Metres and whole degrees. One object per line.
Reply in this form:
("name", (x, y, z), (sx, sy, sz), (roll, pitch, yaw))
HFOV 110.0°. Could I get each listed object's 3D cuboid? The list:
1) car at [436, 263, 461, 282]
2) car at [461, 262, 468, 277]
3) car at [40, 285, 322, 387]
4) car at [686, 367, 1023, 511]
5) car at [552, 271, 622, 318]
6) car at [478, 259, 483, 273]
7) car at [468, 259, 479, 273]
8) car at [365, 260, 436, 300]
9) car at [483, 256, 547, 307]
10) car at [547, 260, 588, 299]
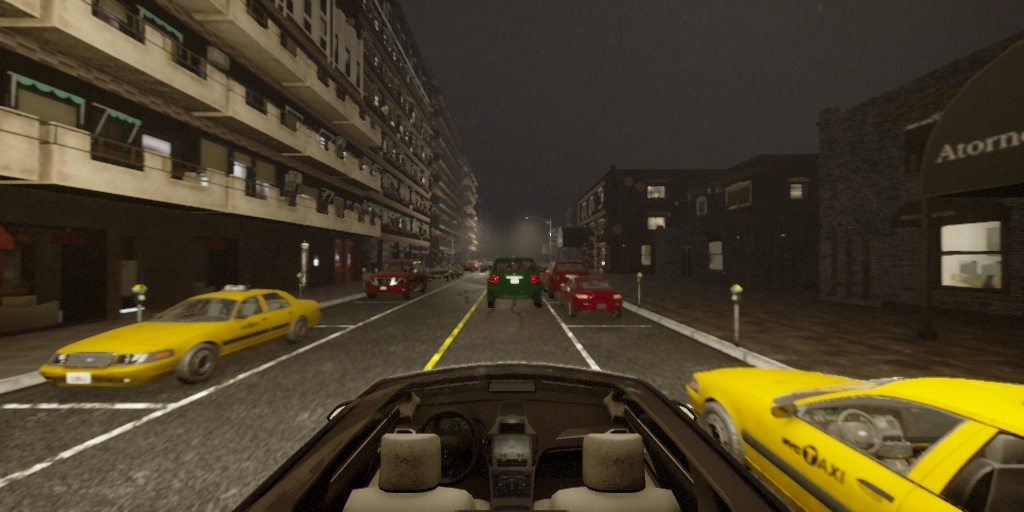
("car", (-5.694, 1.384, 29.443), (2.007, 1.370, 4.403), (0, 0, 0))
("car", (-5.695, 1.378, 34.812), (1.751, 1.417, 4.829), (0, 0, 0))
("car", (-5.691, 1.290, 7.116), (1.751, 1.417, 4.829), (0, 0, 0))
("car", (2.691, 1.276, 1.919), (1.751, 1.417, 4.829), (0, 0, 0))
("car", (2.689, 1.363, 12.827), (1.802, 1.307, 4.207), (0, 0, 0))
("car", (-3.007, 1.442, 46.462), (2.033, 1.411, 5.357), (0, 0, 0))
("car", (-5.697, 1.439, 46.061), (1.888, 1.381, 4.507), (0, 0, 0))
("car", (-5.692, 1.112, 18.365), (2.192, 1.841, 5.009), (0, 0, 0))
("car", (0.098, 1.013, 15.796), (2.150, 2.045, 5.566), (0, 0, 0))
("car", (2.689, 1.113, 18.366), (2.192, 1.841, 5.009), (0, 0, 0))
